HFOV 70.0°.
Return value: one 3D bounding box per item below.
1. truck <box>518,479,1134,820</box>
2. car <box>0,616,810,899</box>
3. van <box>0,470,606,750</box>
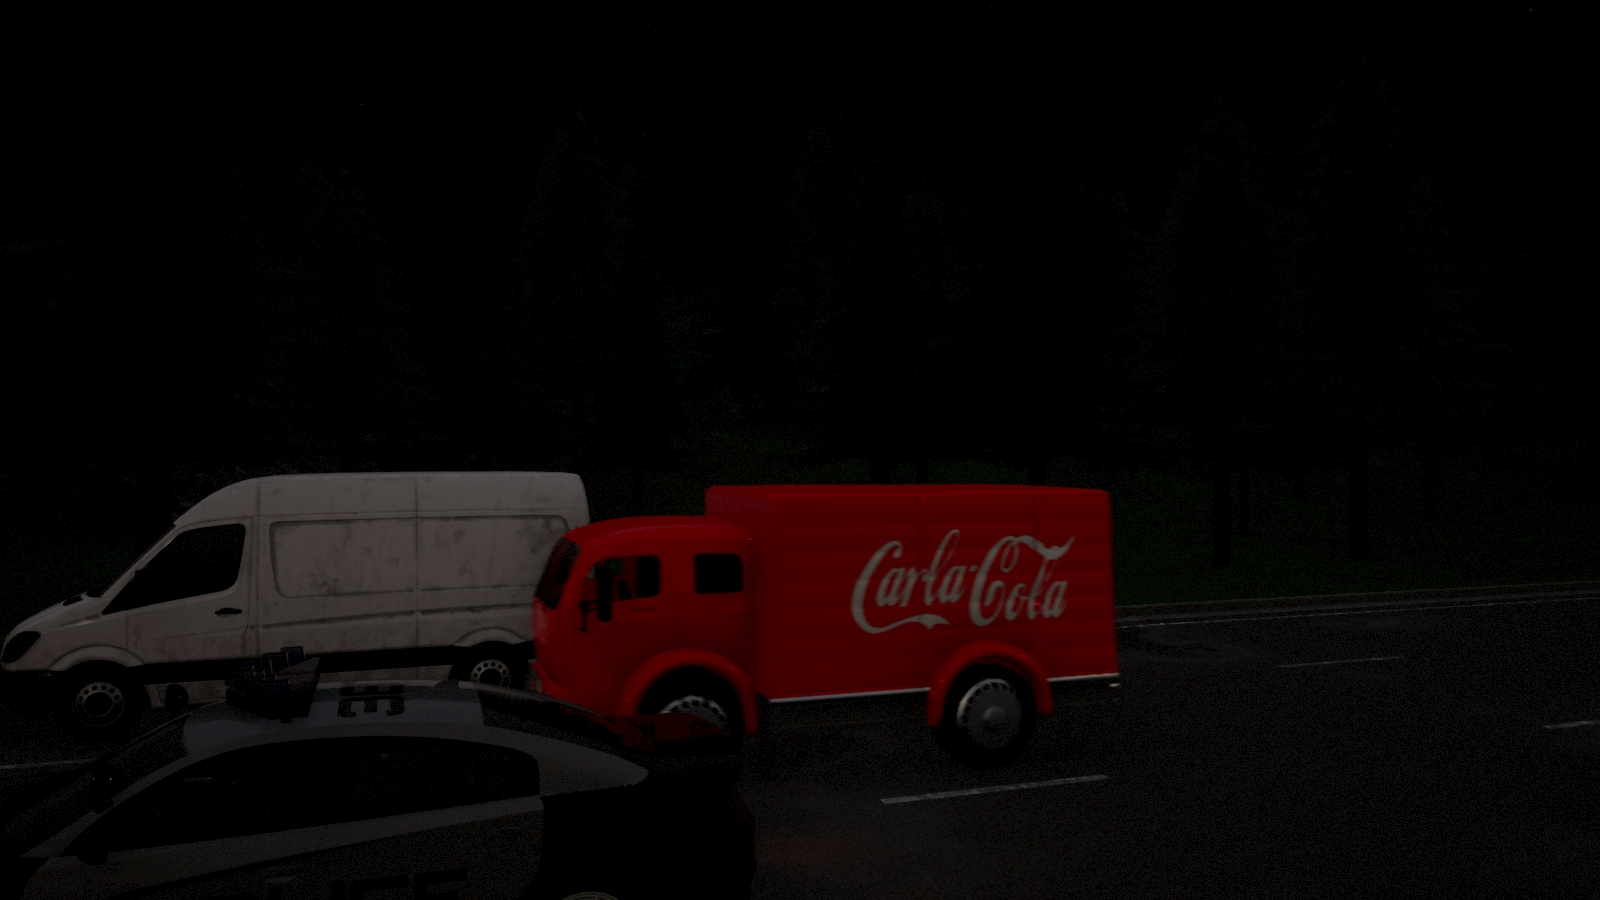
[{"bbox_3d":[0.141,1.566,10.766,5.204,2.467,2.627,0,0,-19],"label":"truck"},{"bbox_3d":[-2.766,1.982,6.136,5.238,1.638,2.097,0,0,-20],"label":"car"},{"bbox_3d":[-5.250,1.534,12.548,5.915,2.561,1.988,0,0,-19],"label":"van"}]
